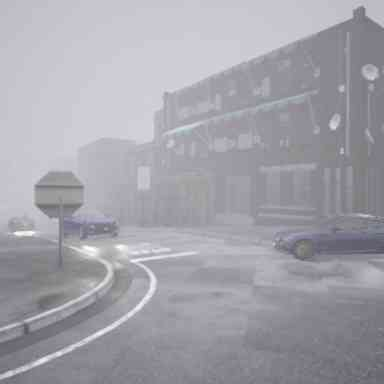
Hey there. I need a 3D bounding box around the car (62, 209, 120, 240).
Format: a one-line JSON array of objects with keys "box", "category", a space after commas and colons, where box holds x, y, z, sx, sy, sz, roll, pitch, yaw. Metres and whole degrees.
[{"box": [-5.620, 1.663, 18.001, 1.882, 1.535, 5.008, 1, -4, -36], "category": "car"}]

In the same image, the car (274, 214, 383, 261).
[{"box": [5.166, 1.482, 11.293, 4.674, 1.442, 1.812, -1, -1, 5], "category": "car"}]

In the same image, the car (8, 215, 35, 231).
[{"box": [-17.492, 3.130, 34.053, 2.128, 1.511, 4.902, 0, -4, -36], "category": "car"}]
